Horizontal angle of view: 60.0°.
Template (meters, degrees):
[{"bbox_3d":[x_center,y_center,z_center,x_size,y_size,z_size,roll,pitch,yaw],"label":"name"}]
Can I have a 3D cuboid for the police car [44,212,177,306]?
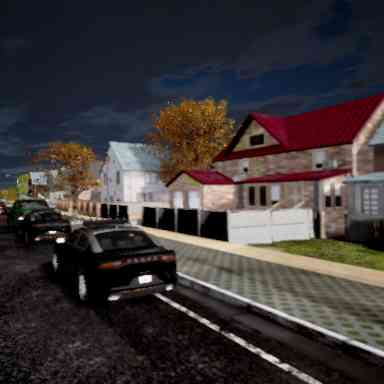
[{"bbox_3d":[-2.283,1.503,8.588,1.930,1.638,5.238,0,0,-32],"label":"police car"}]

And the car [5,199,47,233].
[{"bbox_3d":[-10.793,1.478,22.044,2.150,2.045,5.566,0,0,-32],"label":"car"}]

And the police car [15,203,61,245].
[{"bbox_3d":[-7.628,1.615,17.040,1.930,1.638,5.238,0,0,-32],"label":"police car"}]

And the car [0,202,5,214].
[{"bbox_3d":[-23.622,1.999,40.600,1.837,1.490,4.892,0,0,-32],"label":"car"}]
